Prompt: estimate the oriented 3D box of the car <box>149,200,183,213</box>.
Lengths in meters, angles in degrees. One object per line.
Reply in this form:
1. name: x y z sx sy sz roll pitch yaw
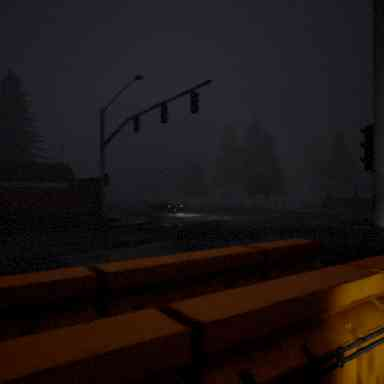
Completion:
1. car: -2.946 1.579 36.859 1.895 1.301 4.718 0 0 -33
